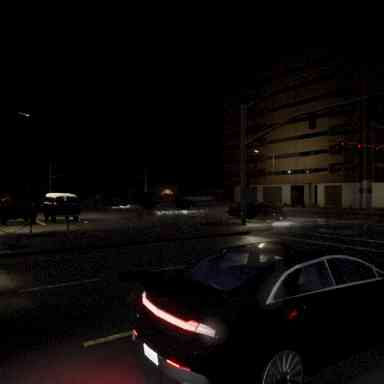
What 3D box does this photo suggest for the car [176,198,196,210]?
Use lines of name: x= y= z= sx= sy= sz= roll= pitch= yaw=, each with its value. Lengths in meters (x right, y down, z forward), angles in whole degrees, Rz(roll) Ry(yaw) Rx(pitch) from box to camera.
car: x=-1.397 y=1.560 z=43.464 sx=1.837 sy=1.490 sz=4.892 roll=0 pitch=0 yaw=-34

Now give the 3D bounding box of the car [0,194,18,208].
car: x=-31.448 y=1.209 z=56.535 sx=1.932 sy=1.855 sz=4.605 roll=0 pitch=0 yaw=-34

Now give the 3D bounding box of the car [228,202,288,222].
car: x=5.278 y=1.602 z=27.474 sx=2.033 sy=1.411 sz=5.357 roll=0 pitch=0 yaw=-34

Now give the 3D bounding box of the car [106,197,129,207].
car: x=-12.219 y=1.582 z=53.167 sx=1.812 sy=1.442 sz=4.674 roll=0 pitch=1 yaw=-34

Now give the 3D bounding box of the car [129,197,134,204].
car: x=-12.848 y=1.620 z=60.392 sx=1.994 sy=1.385 sz=4.181 roll=0 pitch=0 yaw=-34

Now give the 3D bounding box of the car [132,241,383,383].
car: x=1.573 y=1.492 z=4.865 sx=4.902 sy=1.511 sz=2.128 roll=0 pitch=0 yaw=-34

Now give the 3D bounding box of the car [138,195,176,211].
car: x=-4.457 y=1.533 z=41.734 sx=1.882 sy=1.535 sz=5.008 roll=0 pitch=0 yaw=-34

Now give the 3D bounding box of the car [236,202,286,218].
car: x=6.519 y=1.656 z=31.860 sx=1.895 sy=1.301 sz=4.718 roll=0 pitch=0 yaw=-34

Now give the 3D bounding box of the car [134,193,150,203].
car: x=-10.459 y=1.277 z=69.482 sx=2.150 sy=2.045 sz=5.566 roll=0 pitch=0 yaw=-34
